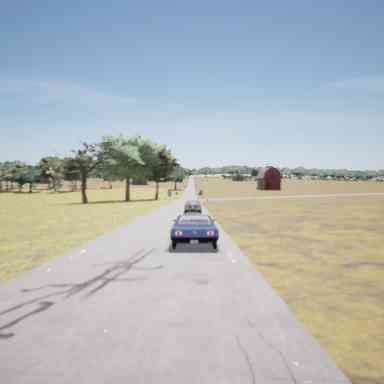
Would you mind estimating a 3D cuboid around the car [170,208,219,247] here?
[{"bbox_3d":[0.096,1.604,14.883,1.895,1.301,4.718,0,0,0],"label":"car"}]

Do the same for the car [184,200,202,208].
[{"bbox_3d":[0.092,1.576,35.314,2.033,1.411,5.357,0,0,0],"label":"car"}]
